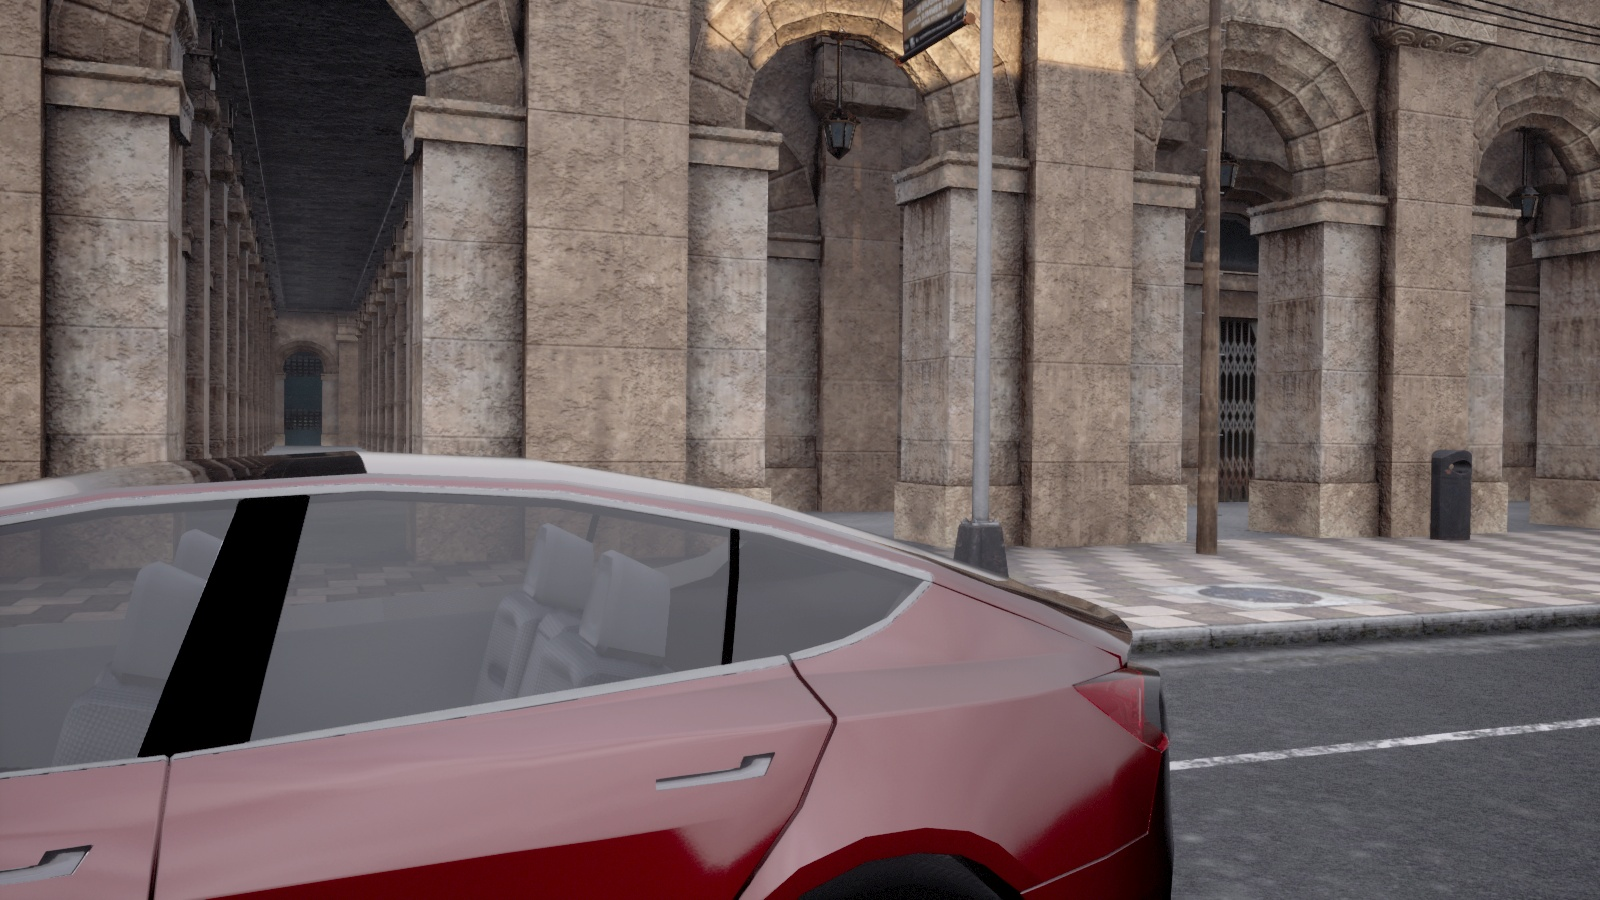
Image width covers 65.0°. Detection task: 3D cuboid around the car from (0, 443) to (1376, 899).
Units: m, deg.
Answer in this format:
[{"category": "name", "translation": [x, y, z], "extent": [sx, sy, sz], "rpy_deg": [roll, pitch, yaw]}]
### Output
[{"category": "car", "translation": [-1.450, 0.769, 2.707], "extent": [4.792, 1.488, 2.163], "rpy_deg": [-1, 1, -21]}]
